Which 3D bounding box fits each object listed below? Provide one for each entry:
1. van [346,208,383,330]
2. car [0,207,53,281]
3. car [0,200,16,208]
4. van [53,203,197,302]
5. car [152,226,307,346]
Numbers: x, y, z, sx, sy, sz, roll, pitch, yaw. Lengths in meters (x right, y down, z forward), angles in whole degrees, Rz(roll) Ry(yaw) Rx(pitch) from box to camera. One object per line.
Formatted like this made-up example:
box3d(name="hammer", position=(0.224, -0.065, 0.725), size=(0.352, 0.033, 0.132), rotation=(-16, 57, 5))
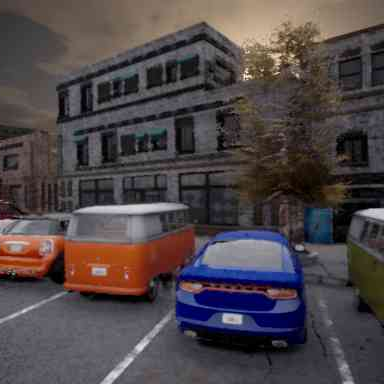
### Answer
box3d(name="van", position=(3.538, 1.258, 4.799), size=(1.878, 1.987, 4.442), rotation=(0, -1, 15))
box3d(name="car", position=(-3.613, 1.397, 9.991), size=(2.185, 1.767, 4.553), rotation=(0, -1, 15))
box3d(name="car", position=(-8.374, 1.305, 13.456), size=(2.435, 2.045, 5.566), rotation=(0, -1, 16))
box3d(name="van", position=(-1.186, 1.286, 8.431), size=(1.878, 1.987, 4.442), rotation=(0, -1, 16))
box3d(name="car", position=(1.171, 1.497, 6.607), size=(2.097, 1.535, 5.008), rotation=(0, -1, 16))
